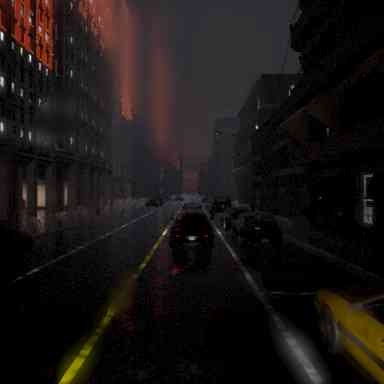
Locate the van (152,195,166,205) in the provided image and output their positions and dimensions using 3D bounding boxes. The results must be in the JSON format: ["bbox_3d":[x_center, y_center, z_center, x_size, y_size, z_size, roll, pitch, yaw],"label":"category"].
[{"bbox_3d":[-5.691,1.368,53.941,1.690,1.788,3.998,0,0,0],"label":"van"}]

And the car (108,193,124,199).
[{"bbox_3d":[-21.132,1.138,92.966,4.097,1.590,1.967,1,-1,0],"label":"car"}]

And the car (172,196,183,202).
[{"bbox_3d":[-3.000,1.595,76.739,1.994,1.385,4.181,0,0,0],"label":"car"}]

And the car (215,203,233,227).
[{"bbox_3d":[2.689,1.570,20.049,1.947,1.339,4.313,0,0,0],"label":"car"}]

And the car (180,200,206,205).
[{"bbox_3d":[0.000,1.627,29.680,1.895,1.301,4.718,0,0,0],"label":"car"}]

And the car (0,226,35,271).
[{"bbox_3d":[-5.690,1.582,8.752,1.802,1.307,4.206,0,0,0],"label":"car"}]

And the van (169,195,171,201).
[{"bbox_3d":[-5.691,1.378,65.238,1.690,1.788,3.998,0,0,0],"label":"van"}]

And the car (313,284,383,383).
[{"bbox_3d":[2.690,1.525,3.273,1.752,1.417,4.829,0,0,0],"label":"car"}]

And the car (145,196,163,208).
[{"bbox_3d":[-5.690,1.588,48.292,1.947,1.339,4.313,0,0,0],"label":"car"}]

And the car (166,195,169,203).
[{"bbox_3d":[-5.691,1.582,59.589,2.008,1.369,4.403,0,0,0],"label":"car"}]

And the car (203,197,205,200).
[{"bbox_3d":[2.690,1.600,42.643,1.802,1.307,4.206,0,0,0],"label":"car"}]

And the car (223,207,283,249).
[{"bbox_3d":[2.689,1.553,14.401,2.008,1.369,4.403,0,0,0],"label":"car"}]

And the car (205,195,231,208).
[{"bbox_3d":[2.690,1.325,31.346,2.192,1.841,5.009,0,0,0],"label":"car"}]

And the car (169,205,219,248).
[{"bbox_3d":[0.000,1.536,14.650,1.812,1.442,4.674,0,0,0],"label":"car"}]
